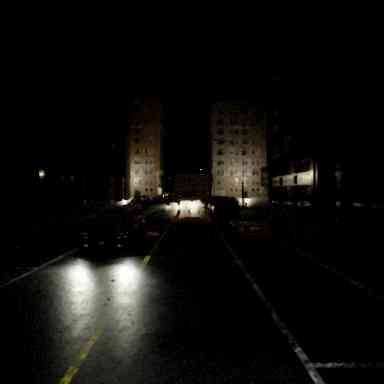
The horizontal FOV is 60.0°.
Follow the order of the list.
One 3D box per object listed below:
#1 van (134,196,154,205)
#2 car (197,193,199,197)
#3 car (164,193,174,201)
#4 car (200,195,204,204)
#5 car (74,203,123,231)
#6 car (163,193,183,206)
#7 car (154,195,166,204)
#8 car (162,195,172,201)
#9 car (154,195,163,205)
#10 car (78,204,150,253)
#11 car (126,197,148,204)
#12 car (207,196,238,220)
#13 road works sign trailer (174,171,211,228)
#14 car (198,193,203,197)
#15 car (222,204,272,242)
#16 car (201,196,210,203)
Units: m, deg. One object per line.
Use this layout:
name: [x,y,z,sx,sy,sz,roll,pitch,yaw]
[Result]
van: [-5.847,1.308,38.578,1.690,1.788,3.998,0,0,0]
car: [2.692,1.432,72.390,1.887,1.381,4.507,0,0,0]
car: [-5.830,1.173,83.697,2.192,1.841,5.009,0,0,0]
car: [2.684,1.496,49.832,2.008,1.369,4.403,0,0,0]
car: [-5.859,1.505,21.453,1.752,1.417,4.829,0,0,1]
car: [-3.048,1.155,54.377,2.150,2.045,5.566,0,0,0]
car: [-5.838,1.359,61.138,1.967,1.590,4.097,0,0,0]
car: [-5.832,1.439,78.058,1.947,1.339,4.313,0,0,0]
car: [-5.840,1.515,55.497,1.802,1.307,4.206,0,0,0]
car: [-3.096,1.462,13.897,1.882,1.535,5.008,0,0,0]
car: [-5.849,1.498,32.766,1.752,1.417,4.829,0,0,0]
car: [2.675,1.292,27.273,2.192,1.841,5.009,0,0,0]
road works sign trailer: [0.007,0.444,21.738,2.380,3.560,2.880,0,0,0]
car: [2.688,1.358,61.110,1.967,1.590,4.097,0,0,0]
car: [2.672,1.509,16.205,1.752,1.417,4.829,0,0,1]
car: [2.690,1.485,66.750,1.802,1.307,4.206,0,0,0]
